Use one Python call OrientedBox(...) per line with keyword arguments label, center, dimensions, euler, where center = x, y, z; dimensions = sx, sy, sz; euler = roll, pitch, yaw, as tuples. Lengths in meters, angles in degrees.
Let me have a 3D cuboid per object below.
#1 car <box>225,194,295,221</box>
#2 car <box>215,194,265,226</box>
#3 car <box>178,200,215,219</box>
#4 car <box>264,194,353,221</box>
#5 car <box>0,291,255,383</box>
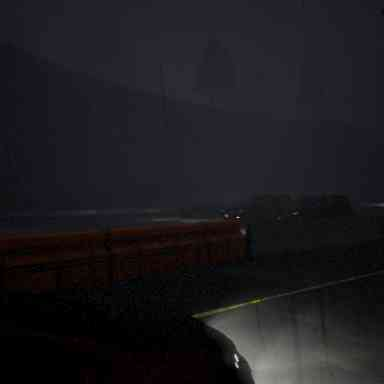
OrientedBox(label="car", center=(5.642, 1.195, 27.528), dimensions=(5.566, 2.045, 2.150), euler=(0, 0, -27))
OrientedBox(label="car", center=(4.692, 1.199, 23.059), dimensions=(5.566, 2.045, 2.150), euler=(0, 0, -29))
OrientedBox(label="car", center=(1.214, 1.451, 29.090), dimensions=(5.008, 1.535, 1.882), euler=(0, 0, -28))
OrientedBox(label="car", center=(7.517, 1.200, 20.609), dimensions=(5.566, 2.045, 2.150), euler=(0, 0, -28))
OrientedBox(label="car", center=(-1.472, 1.562, 2.612), dimensions=(4.181, 1.385, 1.994), euler=(0, 0, -35))
